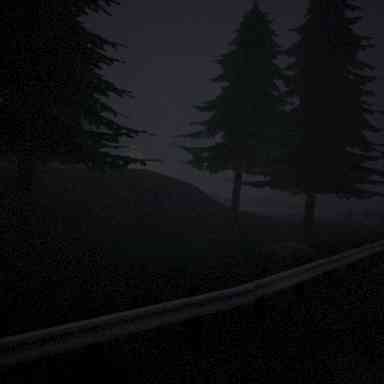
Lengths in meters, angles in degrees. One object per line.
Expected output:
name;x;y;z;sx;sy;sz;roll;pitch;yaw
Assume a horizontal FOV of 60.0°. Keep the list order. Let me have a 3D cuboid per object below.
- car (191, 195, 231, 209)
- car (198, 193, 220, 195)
car;2.768;1.533;47.710;4.718;1.301;1.895;0;0;34
car;3.323;1.144;51.566;5.566;2.045;2.150;0;0;34
